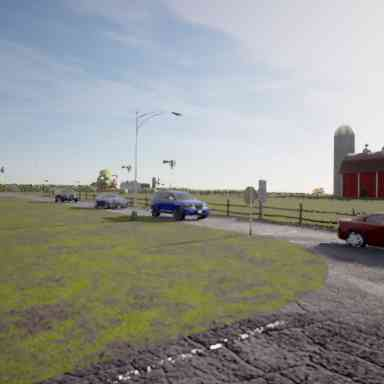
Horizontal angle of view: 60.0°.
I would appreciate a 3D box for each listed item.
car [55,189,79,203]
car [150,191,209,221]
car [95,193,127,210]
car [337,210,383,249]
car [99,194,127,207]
[{"bbox_3d":[-18.441,0.543,48.867,2.150,2.045,5.566,1,0,-36],"label":"car"},{"bbox_3d":[-1.064,0.956,24.772,2.150,2.045,5.566,1,0,-36],"label":"car"},{"bbox_3d":[-8.591,0.901,35.149,2.097,1.767,4.553,1,0,-36],"label":"car"},{"bbox_3d":[7.969,1.486,12.301,1.882,1.535,5.008,1,1,-36],"label":"car"},{"bbox_3d":[-10.092,1.038,42.224,1.812,1.442,4.674,1,0,-36],"label":"car"}]
